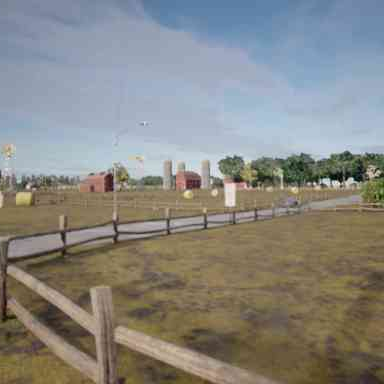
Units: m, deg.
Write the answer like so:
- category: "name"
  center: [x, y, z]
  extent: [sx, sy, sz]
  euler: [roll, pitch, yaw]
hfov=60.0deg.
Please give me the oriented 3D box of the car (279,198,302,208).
- category: "car"
  center: [14.695, 1.620, 49.395]
  extent: [2.033, 1.411, 5.357]
  euler: [-1, 0, 36]
